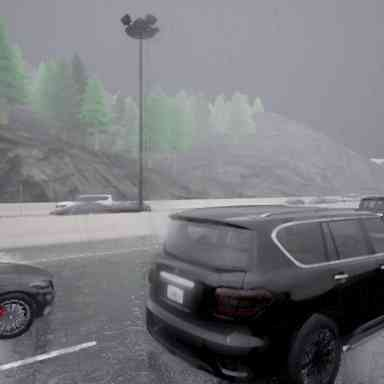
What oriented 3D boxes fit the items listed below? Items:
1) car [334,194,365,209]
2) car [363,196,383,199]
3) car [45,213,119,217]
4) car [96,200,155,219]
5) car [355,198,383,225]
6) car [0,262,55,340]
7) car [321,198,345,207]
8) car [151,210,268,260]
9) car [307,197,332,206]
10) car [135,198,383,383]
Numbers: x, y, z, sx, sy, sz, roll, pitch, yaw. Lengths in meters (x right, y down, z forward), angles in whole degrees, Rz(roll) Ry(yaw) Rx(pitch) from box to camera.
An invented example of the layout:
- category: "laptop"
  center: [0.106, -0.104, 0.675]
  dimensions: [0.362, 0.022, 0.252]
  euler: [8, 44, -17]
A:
- category: "car"
  center: [22.979, 1.278, 48.386]
  dimensions: [5.566, 2.045, 2.150]
  euler: [0, 0, -44]
- category: "car"
  center: [10.040, 1.239, 16.416]
  dimensions: [5.566, 2.045, 2.150]
  euler: [0, 0, -41]
- category: "car"
  center: [-7.052, 1.608, 20.733]
  dimensions: [4.181, 1.385, 1.994]
  euler: [0, 0, -38]
- category: "car"
  center: [-6.055, 1.551, 30.530]
  dimensions: [4.902, 1.511, 2.128]
  euler: [0, 0, -41]
- category: "car"
  center: [14.289, 1.379, 25.073]
  dimensions: [4.553, 1.767, 2.097]
  euler: [0, 0, -43]
- category: "car"
  center: [-4.536, 1.540, 4.913]
  dimensions: [4.674, 1.442, 1.812]
  euler: [0, 0, -35]
- category: "car"
  center: [22.309, 1.628, 52.609]
  dimensions: [4.181, 1.385, 1.994]
  euler: [0, 0, -44]
- category: "car"
  center: [0.829, 1.548, 13.323]
  dimensions: [4.674, 1.442, 1.812]
  euler: [0, 0, -38]
- category: "car"
  center: [22.035, 1.565, 57.214]
  dimensions: [4.902, 1.511, 2.128]
  euler: [0, 0, -44]
- category: "car"
  center: [1.955, 1.229, 5.324]
  dimensions: [5.566, 2.045, 2.150]
  euler: [0, 0, -37]
